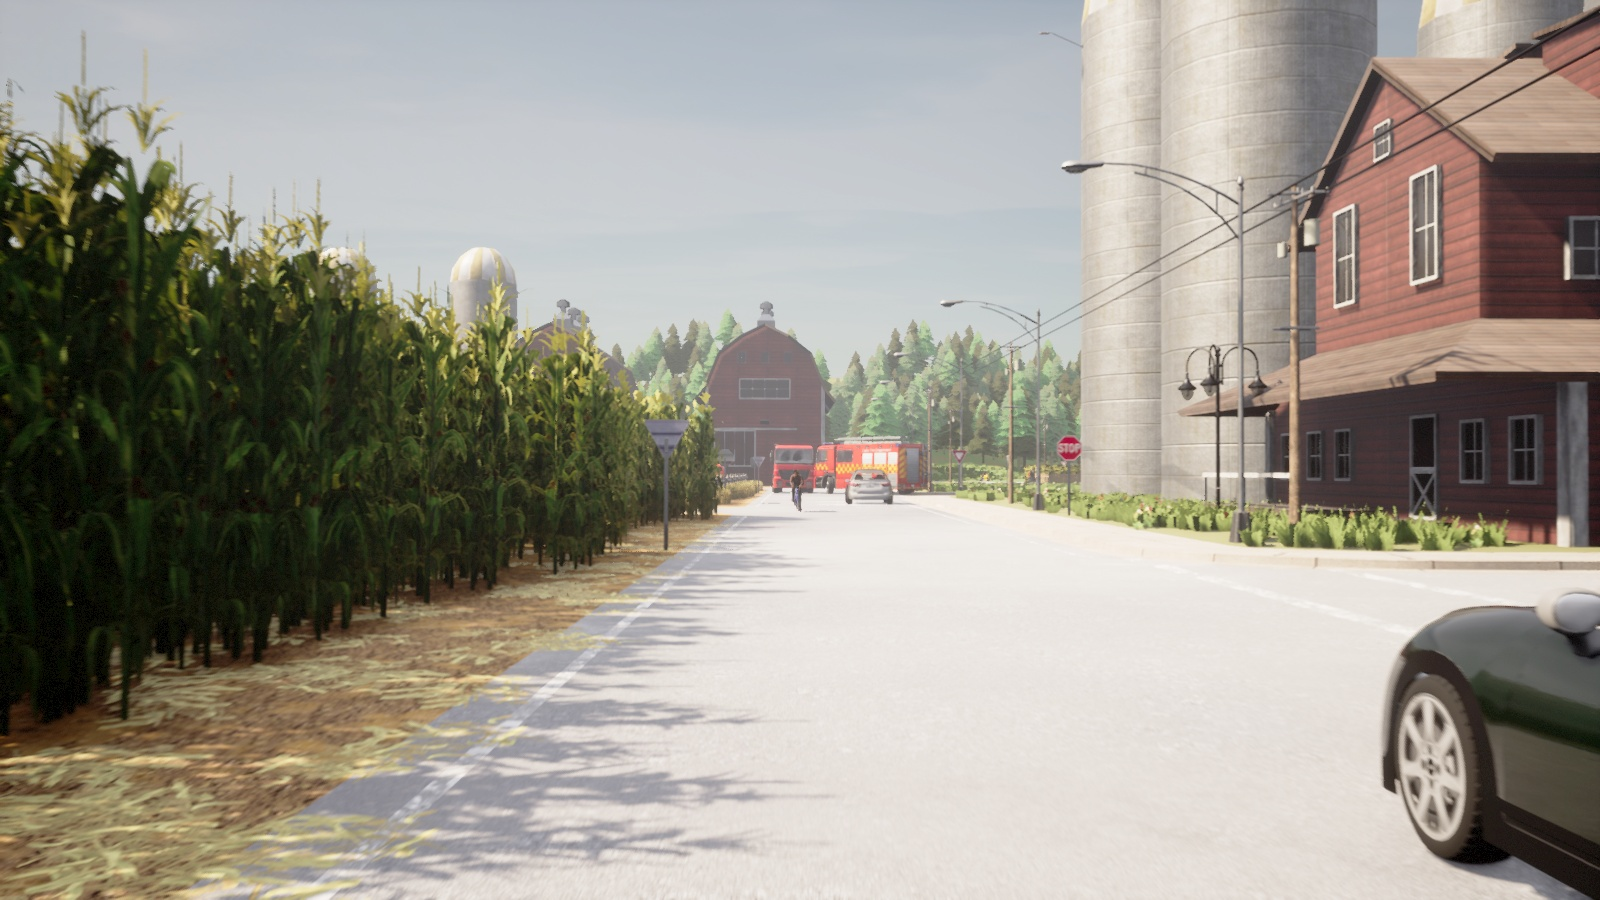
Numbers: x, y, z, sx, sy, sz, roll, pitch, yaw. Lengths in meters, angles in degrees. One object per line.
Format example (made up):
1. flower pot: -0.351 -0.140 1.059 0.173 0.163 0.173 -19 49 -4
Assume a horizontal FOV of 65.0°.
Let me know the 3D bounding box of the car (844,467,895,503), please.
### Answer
1. car: 3.327 1.665 60.912 2.242 1.667 4.611 0 -1 1

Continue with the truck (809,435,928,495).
1. truck: 4.513 1.048 84.722 2.891 3.827 8.468 0 -2 -41

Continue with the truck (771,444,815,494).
1. truck: -0.555 1.346 90.654 2.891 3.462 7.936 0 -1 -2

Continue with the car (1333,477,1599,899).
1. car: 3.495 0.833 3.987 1.970 1.475 3.806 0 -1 0
